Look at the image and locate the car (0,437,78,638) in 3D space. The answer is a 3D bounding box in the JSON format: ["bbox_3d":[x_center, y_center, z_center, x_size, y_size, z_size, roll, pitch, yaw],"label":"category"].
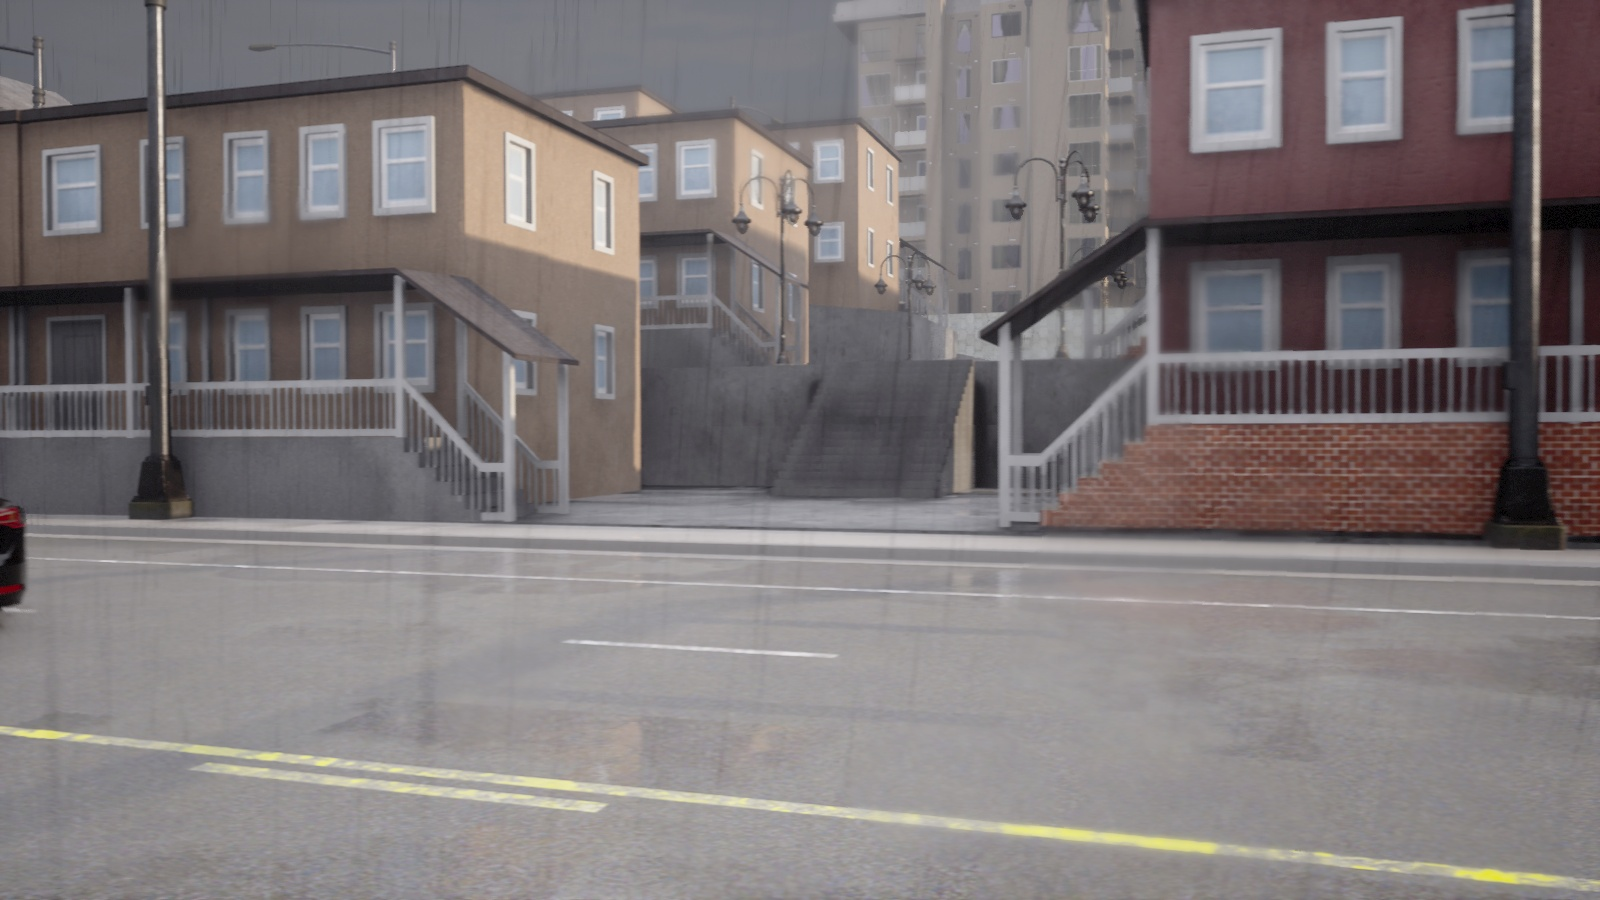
[{"bbox_3d":[-8.339,0.640,9.686,4.792,1.488,2.163,1,1,19],"label":"car"}]
